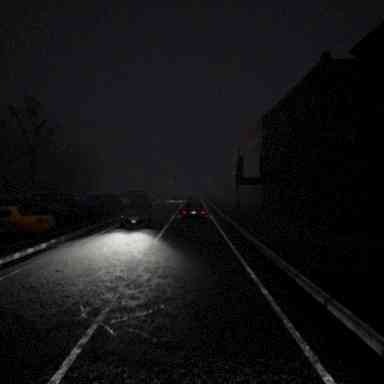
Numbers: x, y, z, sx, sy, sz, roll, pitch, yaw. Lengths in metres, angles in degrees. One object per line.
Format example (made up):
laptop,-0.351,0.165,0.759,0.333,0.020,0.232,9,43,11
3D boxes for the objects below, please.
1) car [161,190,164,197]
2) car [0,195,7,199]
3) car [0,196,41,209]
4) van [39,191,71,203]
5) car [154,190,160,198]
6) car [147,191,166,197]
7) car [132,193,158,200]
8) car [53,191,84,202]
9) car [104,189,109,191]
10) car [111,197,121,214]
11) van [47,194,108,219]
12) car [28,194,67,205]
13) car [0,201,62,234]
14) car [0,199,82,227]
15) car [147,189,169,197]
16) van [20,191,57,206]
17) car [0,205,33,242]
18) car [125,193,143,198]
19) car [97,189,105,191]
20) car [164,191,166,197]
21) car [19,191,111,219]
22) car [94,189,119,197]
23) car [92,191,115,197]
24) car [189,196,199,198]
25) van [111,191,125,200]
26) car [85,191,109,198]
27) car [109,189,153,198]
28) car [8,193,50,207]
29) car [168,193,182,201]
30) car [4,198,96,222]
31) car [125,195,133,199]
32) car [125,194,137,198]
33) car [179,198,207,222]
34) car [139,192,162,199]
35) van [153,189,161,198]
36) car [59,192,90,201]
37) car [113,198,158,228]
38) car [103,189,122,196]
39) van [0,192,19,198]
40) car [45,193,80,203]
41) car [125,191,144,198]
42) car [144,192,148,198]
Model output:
car,-9.010,0.732,69.995,4.792,1.488,2.163,0,1,0
car,-21.824,1.349,33.157,5.008,1.535,2.097,0,0,0
car,-21.808,1.253,41.763,4.792,1.488,2.163,0,1,0
van,-21.822,0.789,53.052,4.442,1.987,1.878,0,1,0
car,-8.919,0.907,58.693,5.366,1.575,1.946,0,1,0
car,-8.953,0.476,84.123,4.674,1.452,2.002,0,1,0
car,-9.069,0.846,64.345,4.674,1.452,2.002,0,1,0
car,-21.705,0.788,58.573,4.553,1.767,2.185,0,1,0
car,-21.586,0.651,72.815,5.008,1.535,2.097,0,1,0
car,-9.273,1.395,30.420,4.674,1.452,2.002,0,0,0
van,-9.404,1.131,27.595,4.442,1.987,1.878,0,0,0
car,-21.730,1.068,50.231,4.892,1.521,2.231,0,1,0
car,-9.539,1.363,16.293,5.366,1.575,1.946,0,0,0
car,-9.332,1.363,19.118,5.008,1.535,2.097,0,0,0
car,-8.911,0.128,86.941,5.566,2.045,2.435,0,1,0
van,-21.859,0.893,47.403,4.442,1.987,1.878,0,1,0
car,-9.372,1.408,13.466,4.674,1.452,2.002,0,0,0
car,-9.199,1.222,41.743,5.008,1.535,2.097,0,1,0
car,-21.603,0.703,69.992,5.008,1.535,2.097,0,1,0
car,-9.003,0.638,75.646,4.674,1.452,2.002,0,1,0
car,-9.276,1.108,24.768,5.566,2.045,2.435,0,0,0
car,-21.502,0.188,83.979,5.566,2.045,2.435,0,1,0
car,-21.552,0.493,81.284,4.892,1.521,2.231,0,1,0
car,0.226,1.264,42.870,2.033,1.411,5.357,0,1,0
van,-9.371,1.123,33.125,4.442,1.987,1.878,0,0,0
car,-21.571,0.600,75.639,4.892,1.521,2.231,0,1,0
car,-9.183,0.815,50.214,5.566,2.045,2.435,0,1,0
car,-21.728,1.048,44.457,4.553,1.767,2.185,0,1,0
car,-2.953,0.929,63.364,2.033,1.411,5.357,0,1,1
car,-9.326,1.361,21.943,5.008,1.535,2.097,0,0,0
car,-9.240,1.362,36.084,4.674,1.452,2.002,0,1,0
car,-9.218,1.314,38.919,4.674,1.452,2.002,0,1,0
car,0.131,1.442,25.281,2.033,1.411,5.357,0,0,0
car,-9.025,0.690,72.821,4.674,1.452,2.002,0,1,0
van,-9.172,0.528,67.166,4.442,1.987,1.878,0,1,0
car,-21.652,0.861,61.398,5.008,1.535,2.097,0,1,0
car,-3.329,1.408,21.471,2.128,1.511,4.902,0,0,0
car,-21.433,0.191,89.760,4.553,1.767,2.185,0,0,0
van,-21.675,1.049,38.932,4.442,1.987,1.878,0,1,0
car,-21.696,0.965,55.752,5.008,1.535,2.097,0,1,0
car,-9.219,1.045,44.566,4.553,1.767,2.185,0,1,0
car,-9.174,1.158,47.394,4.674,1.452,2.002,0,1,0
